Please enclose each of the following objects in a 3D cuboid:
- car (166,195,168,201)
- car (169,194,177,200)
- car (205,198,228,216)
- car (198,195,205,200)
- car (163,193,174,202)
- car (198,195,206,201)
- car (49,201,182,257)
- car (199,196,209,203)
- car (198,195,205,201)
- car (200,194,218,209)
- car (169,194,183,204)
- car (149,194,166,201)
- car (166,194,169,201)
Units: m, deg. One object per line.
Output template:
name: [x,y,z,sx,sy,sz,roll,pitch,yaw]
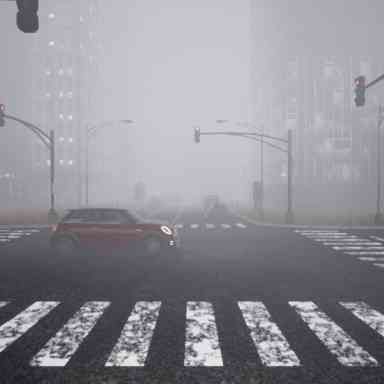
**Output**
car: [-5.335,1.556,54.183,1.802,1.307,4.206,-1,0,0]
car: [-5.344,1.383,92.854,1.967,1.590,4.097,-1,0,0]
car: [2.516,1.569,32.111,1.802,1.307,4.206,-1,0,0]
car: [2.537,1.487,92.881,1.887,1.381,4.507,-1,0,0]
car: [-5.343,1.272,76.281,2.192,1.841,5.009,-1,0,0]
car: [2.540,1.534,81.832,1.802,1.307,4.206,-1,0,0]
car: [-2.783,1.345,12.489,4.553,1.767,2.097,0,0,0]
car: [2.541,1.507,70.783,1.887,1.381,4.507,-1,0,0]
car: [2.538,1.473,87.526,1.752,1.417,4.829,-1,0,0]
car: [2.531,1.296,43.160,2.192,1.841,5.009,-1,0,0]
car: [-2.762,1.319,64.375,2.097,1.767,4.553,0,0,0]
car: [-5.336,1.418,48.658,1.967,1.590,4.097,-1,0,0]
car: [-5.340,1.402,70.756,1.967,1.590,4.097,-1,0,0]
